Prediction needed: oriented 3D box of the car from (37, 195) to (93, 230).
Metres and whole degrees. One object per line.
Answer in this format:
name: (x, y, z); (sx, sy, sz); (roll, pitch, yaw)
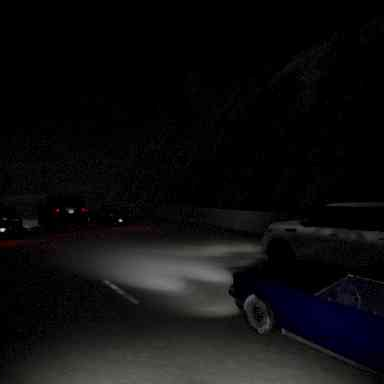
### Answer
car: (-8.335, 1.209, 21.162); (2.150, 2.045, 5.566); (0, 0, -33)

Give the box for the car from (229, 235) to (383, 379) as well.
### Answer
car: (2.607, 1.599, 4.428); (1.895, 1.301, 4.718); (0, 0, -33)

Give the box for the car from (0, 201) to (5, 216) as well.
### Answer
car: (-19.765, 1.581, 33.215); (1.895, 1.301, 4.718); (0, 0, -29)

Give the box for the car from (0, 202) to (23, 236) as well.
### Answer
car: (-10.137, 1.494, 17.514); (1.837, 1.490, 4.892); (0, 0, -33)

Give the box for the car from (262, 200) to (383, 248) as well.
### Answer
car: (4.267, 1.218, 8.283); (2.150, 2.045, 5.566); (0, 0, -33)

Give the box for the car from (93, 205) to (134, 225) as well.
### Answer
car: (-5.943, 1.587, 23.907); (1.895, 1.301, 4.718); (0, 0, -33)
